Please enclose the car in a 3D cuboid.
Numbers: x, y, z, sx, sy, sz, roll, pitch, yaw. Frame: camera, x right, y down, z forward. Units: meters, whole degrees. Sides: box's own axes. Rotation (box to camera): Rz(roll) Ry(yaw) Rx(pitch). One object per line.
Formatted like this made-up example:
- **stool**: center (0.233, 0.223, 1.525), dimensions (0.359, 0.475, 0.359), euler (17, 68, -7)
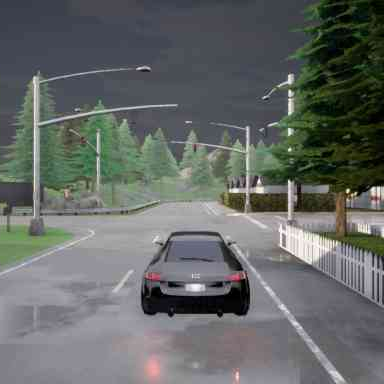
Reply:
- **car**: center (0.075, 1.564, 7.553), dimensions (1.994, 1.385, 4.181), euler (0, 0, 1)
